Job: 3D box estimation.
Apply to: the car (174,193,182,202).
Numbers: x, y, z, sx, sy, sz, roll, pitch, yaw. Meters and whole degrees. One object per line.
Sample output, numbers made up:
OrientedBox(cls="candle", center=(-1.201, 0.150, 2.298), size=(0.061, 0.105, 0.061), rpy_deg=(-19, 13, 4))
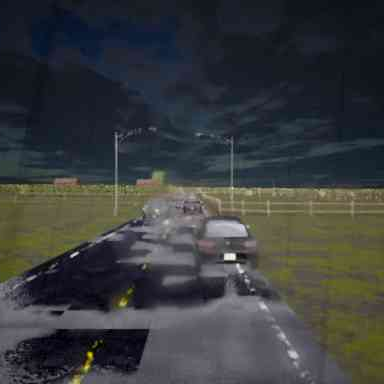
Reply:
OrientedBox(cls="car", center=(-2.735, 1.049, 68.918), size=(2.097, 1.767, 4.553), rpy_deg=(0, 0, 0))

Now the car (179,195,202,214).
OrientedBox(cls="car", center=(0.051, 1.354, 34.042), size=(2.128, 1.511, 4.902), rpy_deg=(0, 0, 0))

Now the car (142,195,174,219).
OrientedBox(cls="car", center=(-2.841, 1.242, 27.400), size=(2.097, 1.767, 4.553), rpy_deg=(0, 0, 0))

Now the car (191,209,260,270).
OrientedBox(cls="car", center=(0.965, 1.484, 10.794), size=(1.812, 1.442, 4.674), rpy_deg=(0, 0, 0))

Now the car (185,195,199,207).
OrientedBox(cls="car", center=(0.027, 1.282, 47.672), size=(1.882, 1.535, 5.008), rpy_deg=(0, 0, 0))
